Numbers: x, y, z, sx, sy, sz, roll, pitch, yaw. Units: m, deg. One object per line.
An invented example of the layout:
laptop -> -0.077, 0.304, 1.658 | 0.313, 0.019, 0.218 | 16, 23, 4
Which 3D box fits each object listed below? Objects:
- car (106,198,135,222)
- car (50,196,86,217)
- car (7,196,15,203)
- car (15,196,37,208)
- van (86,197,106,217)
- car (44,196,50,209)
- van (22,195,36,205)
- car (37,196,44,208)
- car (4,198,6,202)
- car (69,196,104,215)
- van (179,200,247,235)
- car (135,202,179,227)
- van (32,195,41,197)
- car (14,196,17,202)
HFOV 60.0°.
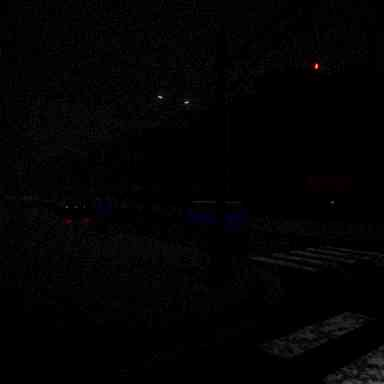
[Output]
car -> -5.180, 1.504, 27.473 | 1.967, 1.590, 4.097 | 0, 0, -36
car -> -11.987, 1.438, 32.553 | 2.097, 1.767, 4.553 | 0, 0, -36
car -> -40.500, 1.697, 76.259 | 1.967, 1.590, 4.097 | 0, 0, -36
car -> -25.469, 1.762, 51.164 | 1.895, 1.301, 4.718 | 0, 0, -36
van -> -8.391, 1.421, 31.908 | 1.690, 1.788, 3.998 | 0, 0, -36
car -> -18.024, 1.448, 45.213 | 2.192, 1.841, 5.009 | 0, 0, -36
van -> -30.867, 1.545, 62.954 | 1.690, 1.788, 3.998 | 0, 0, -36
car -> -21.234, 1.702, 49.648 | 2.008, 1.369, 4.403 | 0, 0, -36
car -> -43.810, 1.801, 80.832 | 1.752, 1.417, 4.829 | 0, 0, -36
car -> -11.602, 1.413, 36.340 | 2.192, 1.841, 5.009 | 0, 0, -36
van -> 1.242, 1.373, 18.603 | 1.690, 1.788, 3.998 | 0, 0, -36
car -> -1.969, 1.488, 23.038 | 1.967, 1.590, 4.097 | 0, 0, -36
van -> -24.445, 1.510, 54.083 | 1.690, 1.788, 3.998 | 0, 0, -36
car -> -34.177, 1.748, 67.526 | 1.752, 1.417, 4.829 | 0, 0, -36
